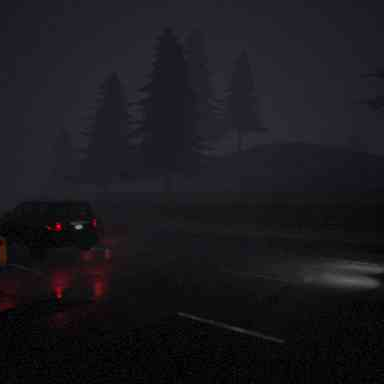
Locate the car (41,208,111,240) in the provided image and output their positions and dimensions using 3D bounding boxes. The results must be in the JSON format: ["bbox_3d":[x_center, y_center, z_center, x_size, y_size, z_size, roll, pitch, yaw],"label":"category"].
[{"bbox_3d":[-6.715,1.699,18.939,4.674,1.442,1.812,-1,0,43],"label":"car"}]

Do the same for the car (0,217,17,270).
[{"bbox_3d":[-7.457,1.594,10.184,5.008,1.535,1.882,-1,0,40],"label":"car"}]

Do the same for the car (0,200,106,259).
[{"bbox_3d":[-6.020,1.353,13.543,5.566,2.045,2.150,-1,0,41],"label":"car"}]
